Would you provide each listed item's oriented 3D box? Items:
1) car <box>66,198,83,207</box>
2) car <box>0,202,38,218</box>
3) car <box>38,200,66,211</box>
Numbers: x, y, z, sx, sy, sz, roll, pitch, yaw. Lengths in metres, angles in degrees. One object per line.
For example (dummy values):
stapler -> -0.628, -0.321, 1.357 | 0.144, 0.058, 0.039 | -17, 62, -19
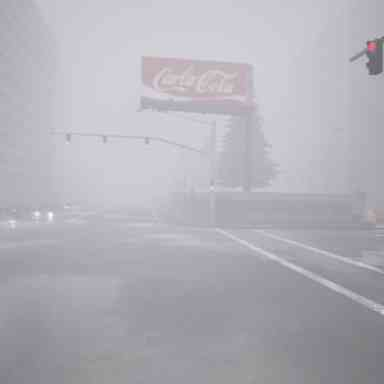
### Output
car -> -19.167, 1.625, 54.331 | 2.033, 1.411, 5.357 | 1, 0, -8
car -> -15.435, 1.542, 29.051 | 1.895, 1.301, 4.718 | 1, 0, -8
car -> -17.086, 1.602, 40.153 | 1.895, 1.301, 4.718 | 1, 0, -8
